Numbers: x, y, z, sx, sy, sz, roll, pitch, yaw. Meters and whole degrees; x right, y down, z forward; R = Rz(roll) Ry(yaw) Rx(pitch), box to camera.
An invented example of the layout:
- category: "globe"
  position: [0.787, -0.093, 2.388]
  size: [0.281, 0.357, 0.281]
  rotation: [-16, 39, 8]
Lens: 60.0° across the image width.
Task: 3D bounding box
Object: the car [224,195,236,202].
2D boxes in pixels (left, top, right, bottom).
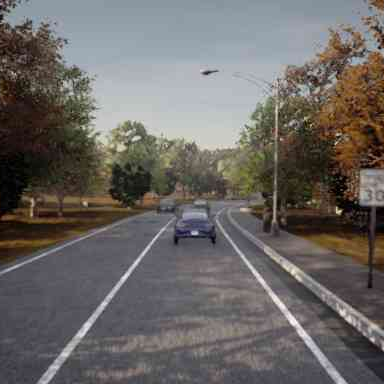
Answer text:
- category: "car"
  position: [8.627, 1.410, 74.835]
  size: [1.812, 1.442, 4.674]
  rotation: [2, 1, 24]

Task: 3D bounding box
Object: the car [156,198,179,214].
- category: "car"
  position: [-2.485, 1.426, 34.811]
  size: [1.837, 1.490, 4.892]
  rotation: [0, 0, 7]

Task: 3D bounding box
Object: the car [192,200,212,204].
- category: "car"
  position: [0.909, 1.483, 32.038]
  size: [1.812, 1.442, 4.674]
  rotation: [0, 0, 5]

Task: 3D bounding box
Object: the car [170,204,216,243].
- category: "car"
  position: [0.139, 1.496, 15.873]
  size: [1.812, 1.442, 4.674]
  rotation: [0, 0, 1]
